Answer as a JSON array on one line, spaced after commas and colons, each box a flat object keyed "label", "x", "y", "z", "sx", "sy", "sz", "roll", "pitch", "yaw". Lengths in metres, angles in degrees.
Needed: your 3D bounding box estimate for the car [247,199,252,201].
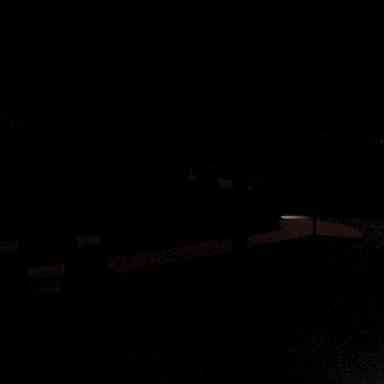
[{"label": "car", "x": 4.864, "y": 1.347, "z": 29.573, "sx": 4.892, "sy": 1.490, "sz": 1.837, "roll": 0, "pitch": 0, "yaw": 42}]
